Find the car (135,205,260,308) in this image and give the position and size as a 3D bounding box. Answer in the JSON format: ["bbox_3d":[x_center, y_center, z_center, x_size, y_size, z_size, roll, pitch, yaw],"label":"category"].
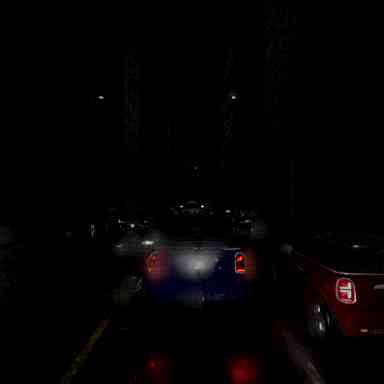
[{"bbox_3d":[0.100,1.352,8.097,2.097,1.767,4.553,0,0,0],"label":"car"}]

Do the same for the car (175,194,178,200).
[{"bbox_3d":[-5.576,1.637,92.510,1.752,1.417,4.829,0,0,0],"label":"car"}]

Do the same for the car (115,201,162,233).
[{"bbox_3d":[-3.075,1.507,19.635,1.837,1.490,4.892,0,0,0],"label":"car"}]

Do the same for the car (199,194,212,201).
[{"bbox_3d":[2.896,1.483,65.624,1.967,1.590,4.097,0,0,0],"label":"car"}]

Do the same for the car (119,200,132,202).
[{"bbox_3d":[-5.668,1.443,28.535,1.967,1.590,4.097,0,0,0],"label":"car"}]

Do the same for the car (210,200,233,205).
[{"bbox_3d":[2.858,1.569,28.534,1.947,1.339,4.313,0,0,0],"label":"car"}]

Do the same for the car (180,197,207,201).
[{"bbox_3d":[0.003,1.459,27.399,1.801,1.575,5.366,0,0,0],"label":"car"}]

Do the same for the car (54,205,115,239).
[{"bbox_3d":[-5.669,1.567,17.532,1.947,1.339,4.313,0,0,0],"label":"car"}]

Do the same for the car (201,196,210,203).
[{"bbox_3d":[2.907,1.579,71.203,1.752,1.417,4.829,0,0,0],"label":"car"}]

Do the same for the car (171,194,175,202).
[{"bbox_3d":[-5.607,1.616,76.455,2.008,1.369,4.403,0,0,0],"label":"car"}]

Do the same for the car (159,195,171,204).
[{"bbox_3d":[-5.628,1.625,65.638,1.802,1.307,4.206,0,0,0],"label":"car"}]

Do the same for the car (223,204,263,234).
[{"bbox_3d":[2.856,1.552,17.531,2.008,1.369,4.403,0,0,0],"label":"car"}]

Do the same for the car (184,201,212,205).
[{"bbox_3d":[0.098,1.479,17.377,1.882,1.535,5.008,0,0,0],"label":"car"}]

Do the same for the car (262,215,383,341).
[{"bbox_3d":[2.855,1.440,6.528,1.967,1.590,4.097,0,0,0],"label":"car"}]
